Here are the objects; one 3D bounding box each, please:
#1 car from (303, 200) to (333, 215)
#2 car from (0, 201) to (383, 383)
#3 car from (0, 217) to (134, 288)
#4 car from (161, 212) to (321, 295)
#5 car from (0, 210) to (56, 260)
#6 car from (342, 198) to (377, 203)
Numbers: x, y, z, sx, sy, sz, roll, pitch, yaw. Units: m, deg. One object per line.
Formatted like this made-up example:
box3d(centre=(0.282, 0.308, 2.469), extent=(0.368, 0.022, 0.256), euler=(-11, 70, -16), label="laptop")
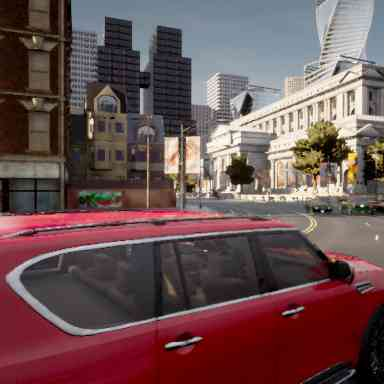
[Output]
box3d(centre=(13.025, 1.577, 34.590), extent=(1.895, 1.301, 4.718), euler=(0, 0, 7), label="car")
box3d(centre=(0.151, 1.218, 3.606), extent=(5.566, 2.045, 2.150), euler=(0, 0, -37), label="car")
box3d(centre=(-4.019, 1.554, 9.538), extent=(4.181, 1.385, 1.994), euler=(0, 0, -40), label="car")
box3d(centre=(1.678, 1.484, 9.743), extent=(4.902, 1.511, 2.128), euler=(0, 0, -45), label="car")
box3d(centre=(-7.410, 1.491, 11.259), extent=(4.892, 1.490, 1.837), euler=(0, 1, -37), label="car")
box3d(centre=(16.247, 1.332, 33.172), extent=(2.097, 1.767, 4.553), euler=(0, 0, 9), label="car")
